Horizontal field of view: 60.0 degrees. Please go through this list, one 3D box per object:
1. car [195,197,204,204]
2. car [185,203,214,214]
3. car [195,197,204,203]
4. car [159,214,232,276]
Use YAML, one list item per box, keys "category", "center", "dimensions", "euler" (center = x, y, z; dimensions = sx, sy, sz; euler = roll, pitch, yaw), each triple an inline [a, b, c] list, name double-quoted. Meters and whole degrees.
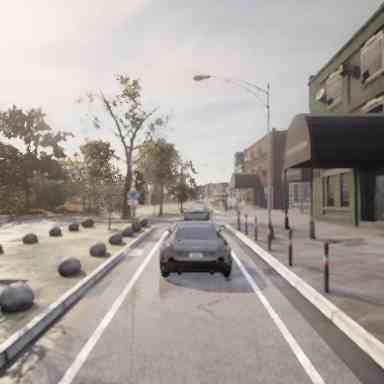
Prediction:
- category: "car"
  center: [2.173, 2.322, 93.178]
  dimensions: [2.150, 2.045, 5.566]
  euler: [0, -1, 4]
- category: "car"
  center: [0.599, 1.805, 25.312]
  dimensions: [2.128, 1.511, 4.902]
  euler: [0, -2, 8]
- category: "car"
  center: [1.554, 2.473, 78.234]
  dimensions: [1.837, 1.490, 4.892]
  euler: [0, 0, 1]
- category: "car"
  center: [0.098, 1.592, 10.442]
  dimensions: [1.994, 1.385, 4.181]
  euler: [0, 0, 0]
